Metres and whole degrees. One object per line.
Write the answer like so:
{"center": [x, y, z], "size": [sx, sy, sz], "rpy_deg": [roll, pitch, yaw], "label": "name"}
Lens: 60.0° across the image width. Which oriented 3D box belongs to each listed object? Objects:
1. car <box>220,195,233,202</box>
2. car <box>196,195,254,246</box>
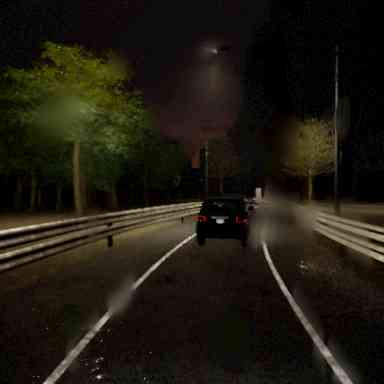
{"center": [8.010, 1.427, 77.659], "size": [1.882, 1.535, 5.008], "rpy_deg": [0, 0, -6], "label": "car"}
{"center": [1.626, 1.229, 15.534], "size": [2.150, 2.045, 5.566], "rpy_deg": [0, 0, 11], "label": "car"}
